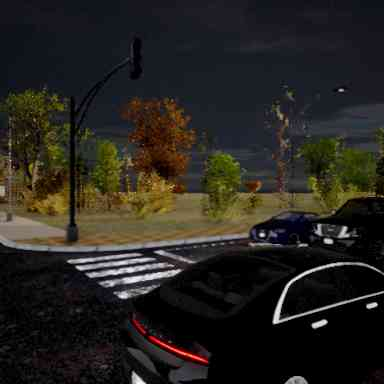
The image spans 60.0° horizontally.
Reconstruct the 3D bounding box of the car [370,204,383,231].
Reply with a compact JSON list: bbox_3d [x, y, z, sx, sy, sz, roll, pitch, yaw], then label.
[{"bbox_3d":[13.189,1.475,20.120,4.902,1.511,2.128,0,0,-32],"label":"car"}]

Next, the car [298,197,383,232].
[{"bbox_3d":[6.646,1.211,12.072,5.566,2.045,2.150,0,0,-33],"label":"car"}]

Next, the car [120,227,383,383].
[{"bbox_3d":[1.497,1.501,4.446,4.892,1.490,1.837,0,0,-35],"label":"car"}]

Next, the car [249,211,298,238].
[{"bbox_3d":[4.502,1.551,14.540,4.181,1.385,1.994,0,0,-33],"label":"car"}]
